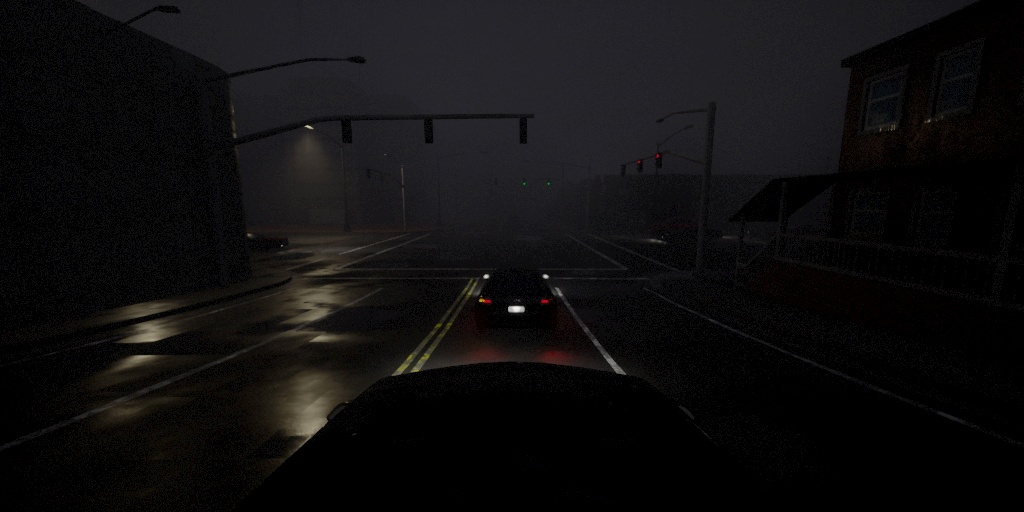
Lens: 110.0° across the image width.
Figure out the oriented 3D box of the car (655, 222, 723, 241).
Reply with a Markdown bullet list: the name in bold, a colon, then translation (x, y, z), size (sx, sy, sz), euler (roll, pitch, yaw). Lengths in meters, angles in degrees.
- **car**: translation (16.878, -2.169, 33.825), size (5.357, 1.411, 2.033), euler (0, 8, 0)

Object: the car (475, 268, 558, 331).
- **car**: translation (0.110, 1.008, 9.965), size (1.994, 1.385, 4.181), euler (0, 4, 1)

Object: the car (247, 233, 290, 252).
- **car**: translation (-19.529, -1.085, 26.977), size (4.718, 1.301, 1.895), euler (0, 8, 0)

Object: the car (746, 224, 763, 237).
- **car**: translation (27.044, -2.731, 37.200), size (4.902, 1.511, 2.128), euler (0, 8, 0)

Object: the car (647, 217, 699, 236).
- **car**: translation (17.015, -3.001, 37.238), size (5.566, 2.045, 2.150), euler (0, 8, 0)

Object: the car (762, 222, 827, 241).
- **car**: translation (26.975, -2.233, 33.734), size (5.008, 1.535, 1.882), euler (0, 8, 0)
